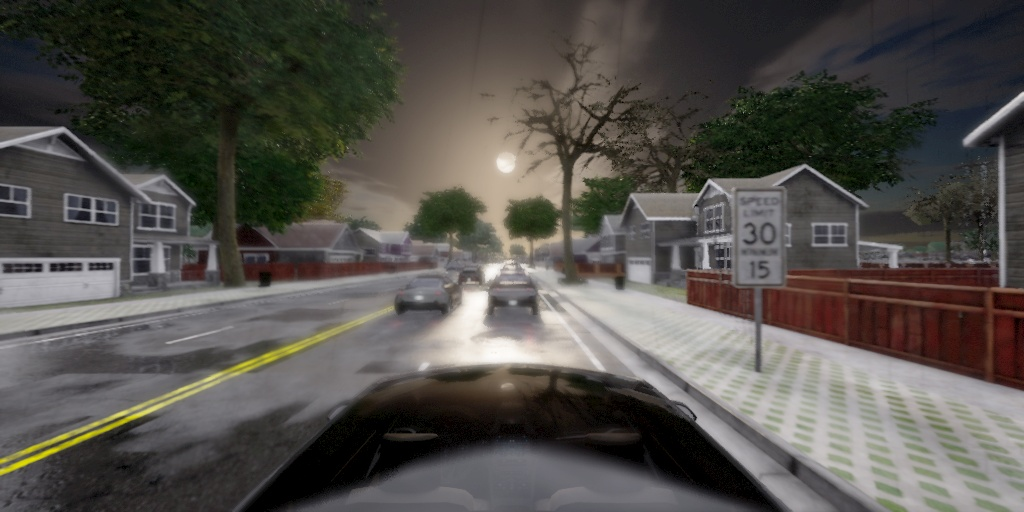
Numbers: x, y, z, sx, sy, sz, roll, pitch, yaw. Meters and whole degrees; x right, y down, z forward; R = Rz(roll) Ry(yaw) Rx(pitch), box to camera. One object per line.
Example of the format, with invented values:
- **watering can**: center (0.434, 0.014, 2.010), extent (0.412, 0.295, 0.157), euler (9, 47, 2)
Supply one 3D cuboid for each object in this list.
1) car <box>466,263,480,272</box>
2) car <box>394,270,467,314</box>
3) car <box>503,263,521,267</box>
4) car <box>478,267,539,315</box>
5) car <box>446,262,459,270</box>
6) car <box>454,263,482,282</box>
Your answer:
- **car**: center (-6.546, 1.965, 60.495), extent (1.812, 1.442, 4.674), euler (0, -1, 1)
- **car**: center (-3.204, 1.438, 14.461), extent (1.994, 1.385, 4.181), euler (0, 0, 1)
- **car**: center (0.043, 1.382, 29.205), extent (2.097, 1.767, 4.553), euler (0, -1, 0)
- **car**: center (0.045, 1.363, 14.296), extent (2.128, 1.511, 4.902), euler (0, 0, 0)
- **car**: center (-9.798, 1.792, 60.541), extent (2.097, 1.767, 4.553), euler (0, -1, 1)
- **car**: center (-3.206, 1.538, 29.303), extent (1.837, 1.490, 4.892), euler (0, 0, 1)
